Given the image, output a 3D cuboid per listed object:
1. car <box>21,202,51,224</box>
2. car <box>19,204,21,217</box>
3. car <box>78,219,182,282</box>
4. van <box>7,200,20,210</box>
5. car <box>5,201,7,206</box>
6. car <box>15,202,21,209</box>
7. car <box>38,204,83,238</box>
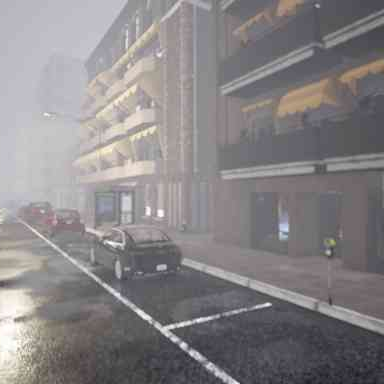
[{"bbox_3d":[-13.583,1.759,29.562,2.192,1.841,5.009,0,-1,-31],"label":"car"},{"bbox_3d":[-16.506,2.102,34.391,1.802,1.307,4.206,0,-1,-31],"label":"car"},{"bbox_3d":[-1.889,1.691,10.229,2.008,1.369,4.403,0,-1,-31],"label":"car"},{"bbox_3d":[-31.125,2.253,58.556,1.690,1.788,3.998,0,-1,-31],"label":"van"},{"bbox_3d":[-34.047,2.557,63.386,1.947,1.339,4.313,0,-1,-31],"label":"car"},{"bbox_3d":[-19.429,2.178,39.223,1.802,1.307,4.206,0,-1,-31],"label":"car"},{"bbox_3d":[-7.736,1.732,19.894,1.967,1.590,4.097,0,-1,-31],"label":"car"}]
